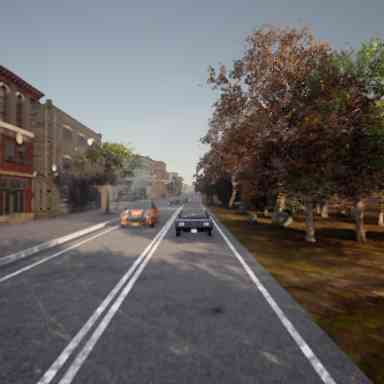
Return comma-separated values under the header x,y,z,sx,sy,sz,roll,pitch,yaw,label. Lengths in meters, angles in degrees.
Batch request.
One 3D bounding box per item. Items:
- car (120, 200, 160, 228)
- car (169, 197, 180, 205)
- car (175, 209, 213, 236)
x,y,z,sx,sy,sz,roll,pitch,yaw,label
-3.344,1.353,22.058,2.097,1.767,4.553,0,0,0,car
-3.201,1.634,62.916,1.837,1.490,4.892,0,0,1,car
0.102,1.602,18.424,1.895,1.301,4.718,0,0,0,car
